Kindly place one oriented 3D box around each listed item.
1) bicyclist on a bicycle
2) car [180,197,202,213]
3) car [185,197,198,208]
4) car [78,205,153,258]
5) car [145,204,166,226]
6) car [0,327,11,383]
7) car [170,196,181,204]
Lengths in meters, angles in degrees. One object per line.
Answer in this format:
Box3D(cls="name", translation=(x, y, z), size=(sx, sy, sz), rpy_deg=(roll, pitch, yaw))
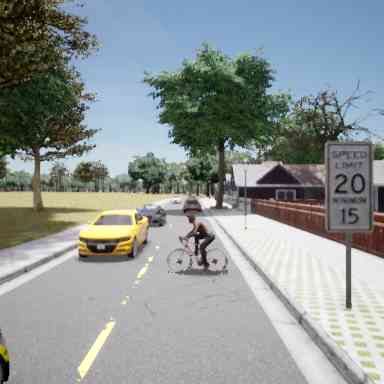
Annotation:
Box3D(cls="bicyclist on a bicycle", translation=(0.145, 1.428, 9.084), size=(1.656, 1.620, 0.582), rpy_deg=(0, 0, 0))
Box3D(cls="car", translation=(0.039, 1.536, 37.130), size=(1.994, 1.385, 4.181), rpy_deg=(0, 0, 0))
Box3D(cls="car", translation=(-0.041, 1.446, 48.705), size=(1.837, 1.490, 4.892), rpy_deg=(0, 0, 0))
Box3D(cls="car", translation=(-2.869, 1.473, 12.983), size=(1.882, 1.535, 5.008), rpy_deg=(0, 0, 0))
Box3D(cls="car", translation=(-2.871, 1.555, 22.964), size=(1.994, 1.385, 4.181), rpy_deg=(0, 0, 1))
Box3D(cls="car", translation=(-2.865, 1.563, 1.780), size=(1.994, 1.385, 4.181), rpy_deg=(0, 0, -1))
Box3D(cls="car", translation=(-2.920, 1.413, 62.063), size=(1.812, 1.442, 4.674), rpy_deg=(0, 0, 0))
